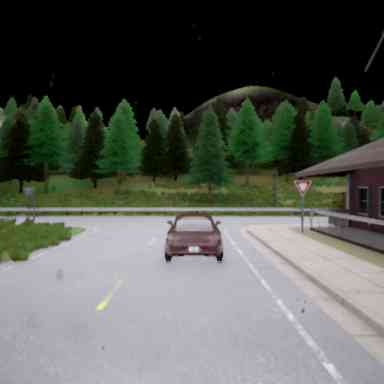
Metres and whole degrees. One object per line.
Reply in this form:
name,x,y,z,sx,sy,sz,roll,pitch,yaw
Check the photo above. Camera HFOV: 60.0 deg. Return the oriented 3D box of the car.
car,0.070,1.451,11.751,1.812,1.442,4.674,0,0,0
